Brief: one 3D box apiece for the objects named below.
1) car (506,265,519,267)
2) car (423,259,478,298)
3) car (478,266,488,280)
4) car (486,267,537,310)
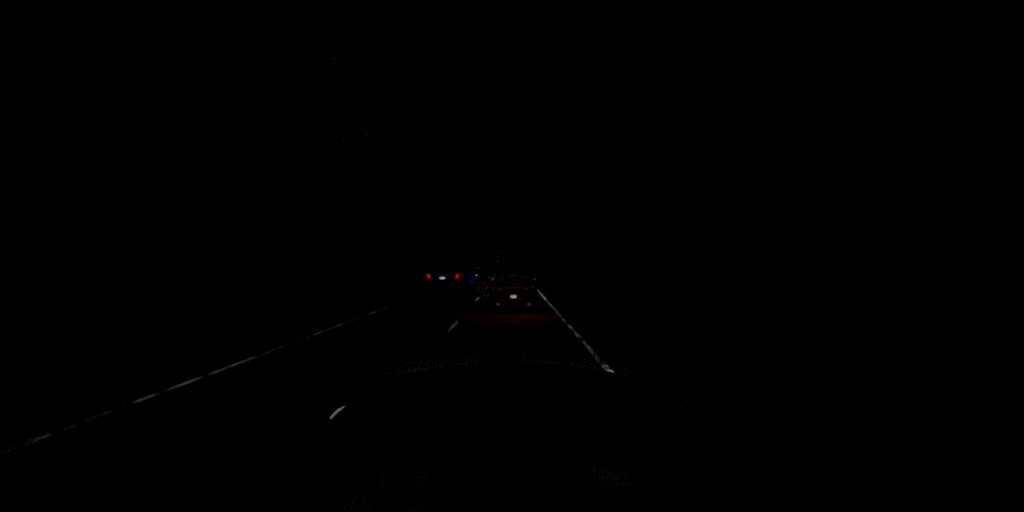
[{"bbox_3d":[0.017,1.693,36.953,2.128,1.511,4.902,0,-1,0],"label":"car"},{"bbox_3d":[-3.442,1.211,20.354,2.150,2.045,5.566,0,-1,0],"label":"car"},{"bbox_3d":[-3.499,1.734,37.538,1.812,1.442,4.674,0,-1,0],"label":"car"},{"bbox_3d":[0.061,1.409,15.937,1.882,1.535,5.008,0,-1,0],"label":"car"}]
